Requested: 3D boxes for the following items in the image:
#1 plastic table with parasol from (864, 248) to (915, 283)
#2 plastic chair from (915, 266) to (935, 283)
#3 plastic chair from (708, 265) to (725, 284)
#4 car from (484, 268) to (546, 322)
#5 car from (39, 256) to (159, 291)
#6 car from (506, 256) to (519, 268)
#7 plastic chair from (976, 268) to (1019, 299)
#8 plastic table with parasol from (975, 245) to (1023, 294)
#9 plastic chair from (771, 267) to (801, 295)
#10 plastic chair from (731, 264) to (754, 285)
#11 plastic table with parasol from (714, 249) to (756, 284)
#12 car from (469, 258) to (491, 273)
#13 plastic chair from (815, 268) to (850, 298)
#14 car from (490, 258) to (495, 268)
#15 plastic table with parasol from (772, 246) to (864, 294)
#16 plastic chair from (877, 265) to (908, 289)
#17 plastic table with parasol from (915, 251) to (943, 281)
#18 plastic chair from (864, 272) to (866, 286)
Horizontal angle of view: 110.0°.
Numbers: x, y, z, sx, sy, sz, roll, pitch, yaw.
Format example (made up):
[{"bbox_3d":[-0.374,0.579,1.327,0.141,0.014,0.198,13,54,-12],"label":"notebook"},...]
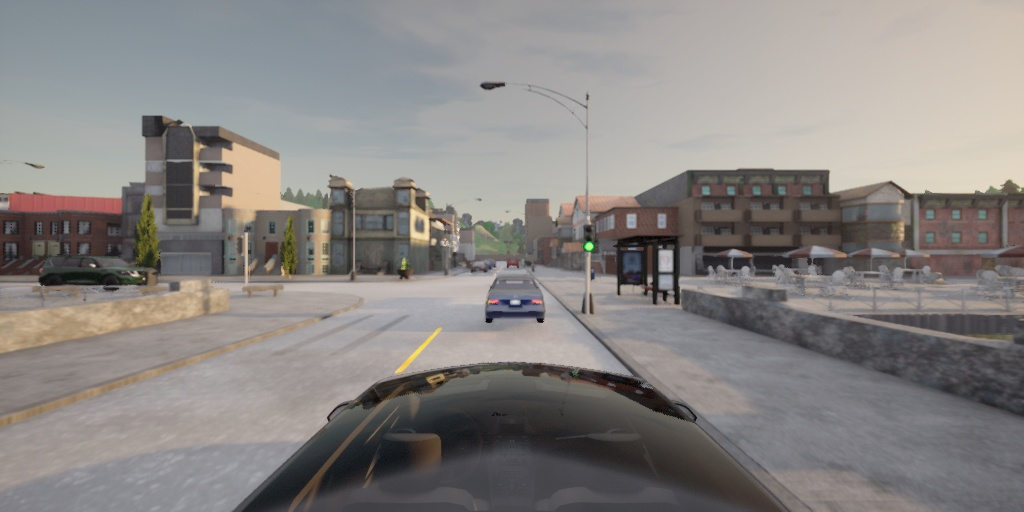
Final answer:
[{"bbox_3d":[22.917,0.723,22.859,2.482,2.480,2.482,0,0,0],"label":"plastic table with parasol"},{"bbox_3d":[29.921,1.334,26.202,0.750,1.272,0.730,0,0,0],"label":"plastic chair"},{"bbox_3d":[14.720,1.333,26.018,0.730,1.272,0.750,0,0,0],"label":"plastic chair"},{"bbox_3d":[0.074,1.321,12.354,2.033,1.411,5.357,0,0,0],"label":"car"},{"bbox_3d":[-24.790,1.014,21.603,5.566,2.045,2.150,0,0,0],"label":"car"},{"bbox_3d":[0.149,1.108,64.941,2.150,2.045,5.566,0,0,0],"label":"car"},{"bbox_3d":[22.611,1.313,16.710,0.730,1.272,0.750,0,0,0],"label":"plastic chair"},{"bbox_3d":[23.811,0.709,16.658,2.482,2.480,2.482,0,0,0],"label":"plastic table with parasol"},{"bbox_3d":[13.912,1.316,18.218,0.730,1.272,0.750,0,0,0],"label":"plastic chair"},{"bbox_3d":[15.819,1.330,24.616,0.750,1.272,0.730,0,0,0],"label":"plastic chair"},{"bbox_3d":[15.940,0.729,25.896,2.482,2.480,2.482,0,0,0],"label":"plastic table with parasol"},{"bbox_3d":[-4.059,1.371,45.302,1.812,1.442,4.674,0,0,2],"label":"car"},{"bbox_3d":[15.011,1.313,16.817,0.750,1.272,0.730,0,0,0],"label":"plastic chair"},{"bbox_3d":[-4.029,1.343,54.540,1.882,1.535,5.008,0,0,0],"label":"car"},{"bbox_3d":[15.182,0.712,18.077,2.482,2.480,2.482,0,0,0],"label":"plastic table with parasol"},{"bbox_3d":[22.816,1.324,21.509,0.750,1.272,0.730,0,0,0],"label":"plastic chair"},{"bbox_3d":[30.251,0.733,27.572,2.482,2.480,2.482,0,0,0],"label":"plastic table with parasol"},{"bbox_3d":[21.717,1.327,22.910,0.730,1.272,0.750,0,0,0],"label":"plastic chair"}]
